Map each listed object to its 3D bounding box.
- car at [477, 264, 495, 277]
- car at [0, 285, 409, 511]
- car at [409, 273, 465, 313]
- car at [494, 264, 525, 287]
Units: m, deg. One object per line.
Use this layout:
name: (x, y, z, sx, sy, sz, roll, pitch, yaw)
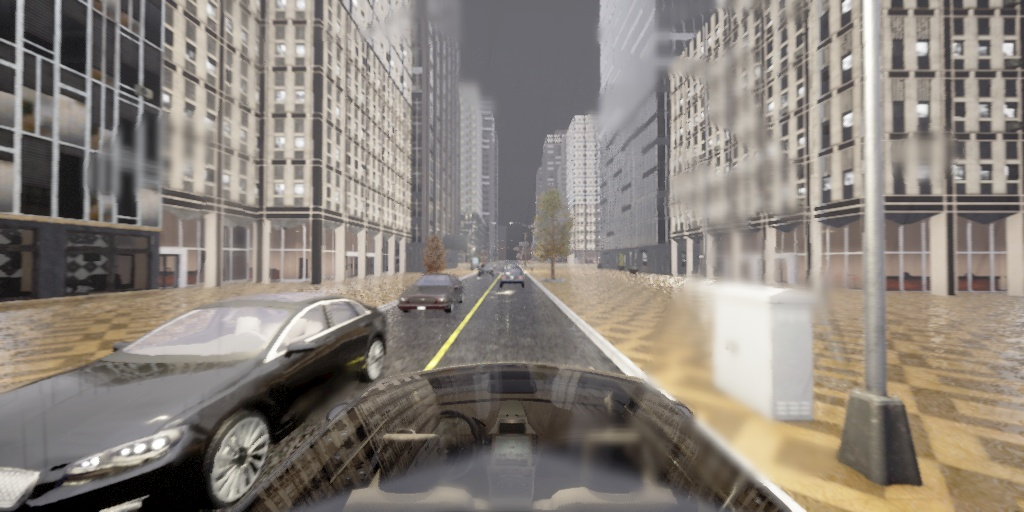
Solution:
car: (-3.009, 1.659, 42.723, 1.837, 1.490, 4.892, 0, -1, 0)
car: (-3.095, 1.268, 4.424, 2.128, 1.511, 4.902, 0, -1, 0)
car: (-3.095, 1.426, 14.950, 2.033, 1.411, 5.357, 0, -1, 0)
car: (0.019, 1.541, 26.920, 2.033, 1.411, 5.357, 0, -1, 0)
